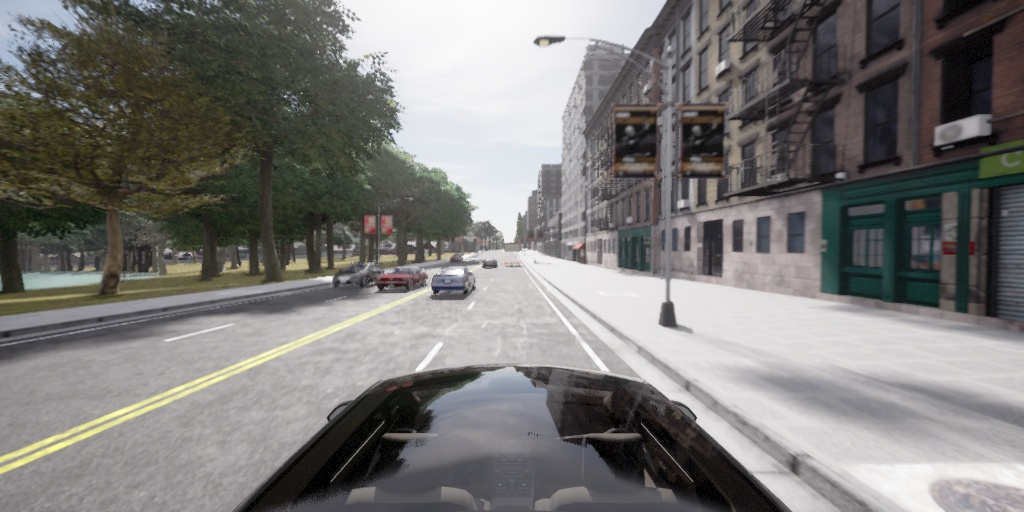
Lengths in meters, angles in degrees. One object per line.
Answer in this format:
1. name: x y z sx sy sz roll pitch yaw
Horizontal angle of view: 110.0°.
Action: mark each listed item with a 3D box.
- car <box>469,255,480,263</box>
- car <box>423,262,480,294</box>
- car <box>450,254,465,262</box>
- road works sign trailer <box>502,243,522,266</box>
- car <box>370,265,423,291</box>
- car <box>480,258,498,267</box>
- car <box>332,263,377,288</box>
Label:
1. car: -6.509 0.637 63.360 1.812 1.442 4.674 0 1 1
2. car: -3.144 1.272 20.012 2.033 1.411 5.357 0 0 0
3. car: -9.757 0.455 63.821 2.097 1.767 4.553 0 1 1
4. road works sign trailer: 0.016 -0.259 54.859 2.380 3.560 2.880 0 0 0
5. car: -6.593 1.320 21.773 1.895 1.301 4.718 0 0 0
6. car: -3.135 0.903 51.685 1.994 1.385 4.181 0 1 0
7. car: -9.840 1.203 23.379 2.128 1.511 4.902 0 0 0
